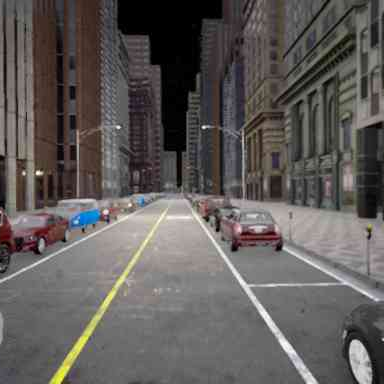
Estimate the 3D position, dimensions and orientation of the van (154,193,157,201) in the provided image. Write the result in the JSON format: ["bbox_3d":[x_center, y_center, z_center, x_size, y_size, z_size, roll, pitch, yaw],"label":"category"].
[{"bbox_3d":[-8.284,1.158,63.990,1.690,1.788,3.998,-1,0,-2],"label":"van"}]

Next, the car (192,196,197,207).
[{"bbox_3d":[1.362,1.419,36.179,1.947,1.339,4.313,-1,0,-2],"label":"car"}]

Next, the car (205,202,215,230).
[{"bbox_3d":[2.038,1.479,19.283,1.947,1.339,4.313,-1,0,-2],"label":"car"}]

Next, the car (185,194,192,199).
[{"bbox_3d":[-0.889,1.257,92.497,1.802,1.307,4.206,-1,0,-2],"label":"car"}]

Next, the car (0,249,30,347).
[{"bbox_3d":[-3.041,1.537,2.124,1.812,1.442,4.674,0,0,-2],"label":"car"}]

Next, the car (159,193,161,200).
[{"bbox_3d":[-8.734,1.098,75.254,2.192,1.841,5.009,-1,0,-2],"label":"car"}]

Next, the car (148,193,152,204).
[{"bbox_3d":[-7.825,1.379,52.557,1.752,1.417,4.829,-1,0,-2],"label":"car"}]

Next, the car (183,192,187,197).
[{"bbox_3d":[-0.664,1.273,86.865,1.802,1.307,4.206,-1,0,-2],"label":"car"}]

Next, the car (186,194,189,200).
[{"bbox_3d":[0.462,1.343,58.705,1.947,1.339,4.313,-1,0,-2],"label":"car"}]

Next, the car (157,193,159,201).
[{"bbox_3d":[-8.508,1.240,69.622,1.967,1.590,4.097,-1,0,-2],"label":"car"}]

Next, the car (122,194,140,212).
[{"bbox_3d":[-7.157,1.351,35.830,1.967,1.590,4.097,-1,0,-2],"label":"car"}]

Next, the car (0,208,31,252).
[{"bbox_3d":[-6.032,1.325,7.668,2.192,1.841,5.009,-1,0,-2],"label":"car"}]

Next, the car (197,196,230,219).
[{"bbox_3d":[1.810,1.208,24.915,2.192,1.841,5.009,-1,0,-2],"label":"car"}]

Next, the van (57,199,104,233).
[{"bbox_3d":[-6.482,1.311,18.933,1.690,1.788,3.998,-1,0,-2],"label":"van"}]

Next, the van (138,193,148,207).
[{"bbox_3d":[-7.608,1.213,47.093,1.690,1.788,3.998,-1,0,-2],"label":"van"}]

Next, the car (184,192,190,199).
[{"bbox_3d":[-0.214,1.307,75.601,1.802,1.307,4.206,-1,0,-2],"label":"car"}]

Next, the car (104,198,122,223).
[{"bbox_3d":[-6.706,1.391,24.565,1.967,1.590,4.097,-1,0,-2],"label":"car"}]

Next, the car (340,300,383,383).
[{"bbox_3d":[2.713,1.523,2.388,2.008,1.369,4.403,-1,0,-2],"label":"car"}]

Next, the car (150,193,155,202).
[{"bbox_3d":[-8.056,1.385,58.358,2.008,1.369,4.403,-1,0,-2],"label":"car"}]

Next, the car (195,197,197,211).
[{"bbox_3d":[1.587,1.418,30.547,1.887,1.381,4.507,-1,0,-2],"label":"car"}]

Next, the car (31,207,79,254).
[{"bbox_3d":[-6.255,1.535,13.301,1.887,1.381,4.507,-1,0,-2],"label":"car"}]

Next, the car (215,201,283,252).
[{"bbox_3d":[2.262,1.373,13.651,1.967,1.590,4.097,-1,0,-2],"label":"car"}]

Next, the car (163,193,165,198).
[{"bbox_3d":[-9.407,1.283,92.151,2.008,1.369,4.403,-1,0,-2],"label":"car"}]

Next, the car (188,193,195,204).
[{"bbox_3d":[0.911,1.254,47.441,1.967,1.590,4.097,-1,0,-2],"label":"car"}]
